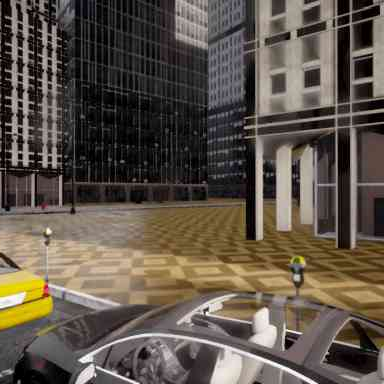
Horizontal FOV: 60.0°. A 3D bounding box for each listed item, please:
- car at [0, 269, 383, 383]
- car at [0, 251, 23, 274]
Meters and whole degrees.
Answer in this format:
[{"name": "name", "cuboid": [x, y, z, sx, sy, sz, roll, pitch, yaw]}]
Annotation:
[{"name": "car", "cuboid": [0.256, 1.551, 2.694, 4.403, 1.369, 2.008, 0, 0, 36]}, {"name": "car", "cuboid": [-4.498, 1.524, 6.087, 4.829, 1.417, 1.752, 0, 0, 36]}]
